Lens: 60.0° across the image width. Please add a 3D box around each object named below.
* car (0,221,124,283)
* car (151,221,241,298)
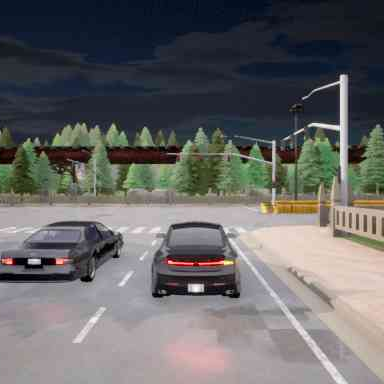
[{"bbox_3d":[-3.385,1.547,9.682,2.033,1.411,5.357,0,0,0],"label":"car"},{"bbox_3d":[0.101,1.505,8.492,1.837,1.490,4.892,0,0,1],"label":"car"}]
